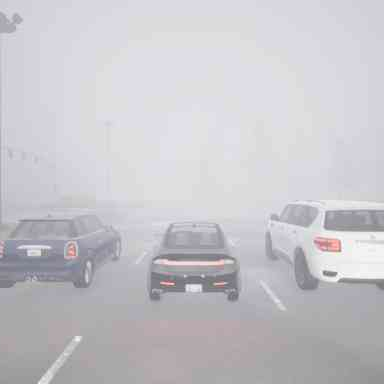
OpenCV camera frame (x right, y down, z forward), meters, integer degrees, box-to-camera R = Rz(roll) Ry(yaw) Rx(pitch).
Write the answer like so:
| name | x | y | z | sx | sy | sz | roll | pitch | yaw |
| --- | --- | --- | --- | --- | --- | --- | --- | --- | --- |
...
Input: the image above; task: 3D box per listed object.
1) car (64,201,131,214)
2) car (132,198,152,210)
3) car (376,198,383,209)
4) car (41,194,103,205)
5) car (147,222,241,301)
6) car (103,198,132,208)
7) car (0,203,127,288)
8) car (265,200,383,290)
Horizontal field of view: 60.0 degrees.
| name | x | y | z | sx | sy | sz | roll | pitch | yaw |
| --- | --- | --- | --- | --- | --- | --- | --- | --- | --- |
| car | -7.531 | 1.601 | 26.631 | 4.718 | 1.301 | 1.895 | 0 | 0 | -13 |
| car | -7.390 | 1.492 | 40.942 | 4.902 | 1.511 | 2.128 | 0 | 0 | -11 |
| car | 27.485 | 1.504 | 44.360 | 4.892 | 1.490 | 1.837 | 0 | 0 | 0 |
| car | -11.978 | 1.223 | 32.749 | 5.566 | 2.045 | 2.150 | 0 | 0 | -14 |
| car | 0.056 | 1.491 | 8.321 | 2.128 | 1.511 | 4.902 | 0 | 0 | 1 |
| car | -9.478 | 1.506 | 36.910 | 4.892 | 1.490 | 1.837 | 0 | 0 | -13 |
| car | -3.437 | 1.352 | 9.403 | 2.097 | 1.767 | 4.553 | 0 | 0 | 0 |
| car | 3.559 | 1.221 | 9.177 | 2.150 | 2.045 | 5.566 | 0 | 0 | 1 |
